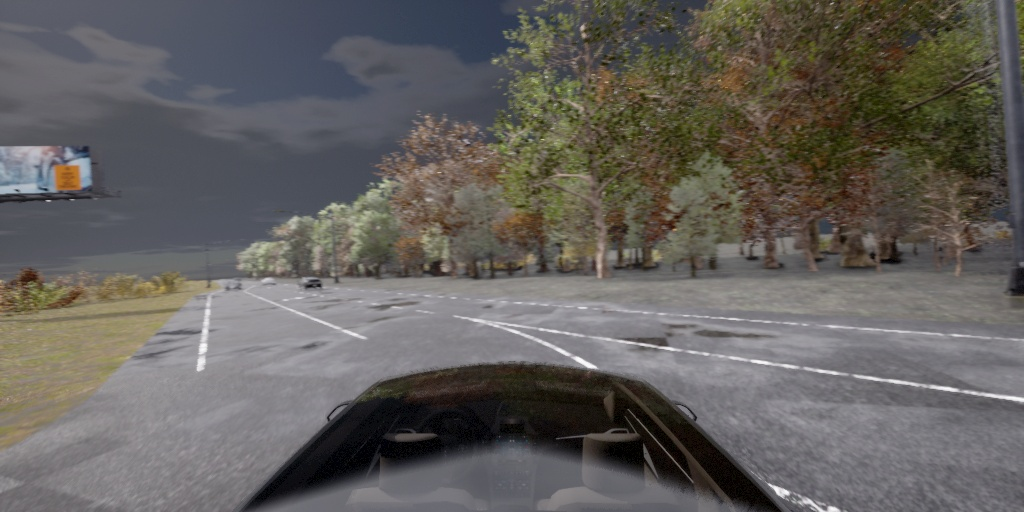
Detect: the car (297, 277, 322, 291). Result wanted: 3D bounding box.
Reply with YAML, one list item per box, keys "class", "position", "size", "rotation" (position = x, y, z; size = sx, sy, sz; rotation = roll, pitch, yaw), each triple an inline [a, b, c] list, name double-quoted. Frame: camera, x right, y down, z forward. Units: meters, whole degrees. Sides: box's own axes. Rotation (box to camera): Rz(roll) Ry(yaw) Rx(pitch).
- class: "car"
  position: [-23.100, 3.110, 40.925]
  size: [1.837, 1.490, 4.892]
  rotation: [-4, 0, -40]
